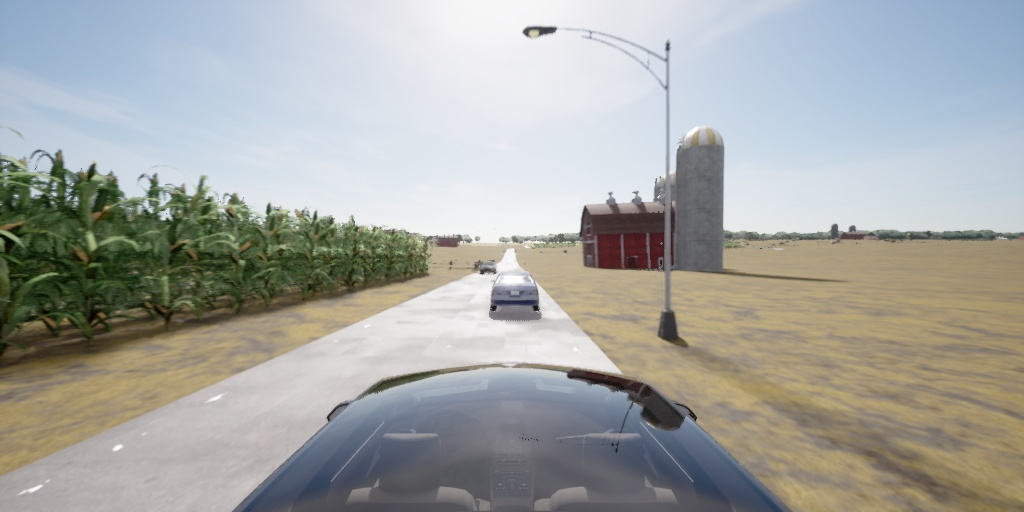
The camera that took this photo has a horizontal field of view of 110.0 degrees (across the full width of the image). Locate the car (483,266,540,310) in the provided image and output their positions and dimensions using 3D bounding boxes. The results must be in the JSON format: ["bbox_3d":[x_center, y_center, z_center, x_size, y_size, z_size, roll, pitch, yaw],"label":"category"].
[{"bbox_3d":[0.101,1.308,14.716,2.033,1.411,5.357,0,0,0],"label":"car"}]

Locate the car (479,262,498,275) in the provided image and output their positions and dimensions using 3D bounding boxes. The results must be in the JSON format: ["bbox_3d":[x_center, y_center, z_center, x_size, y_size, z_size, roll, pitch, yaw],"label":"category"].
[{"bbox_3d":[-2.743,1.403,42.339,1.837,1.490,4.892,0,-1,0],"label":"car"}]
